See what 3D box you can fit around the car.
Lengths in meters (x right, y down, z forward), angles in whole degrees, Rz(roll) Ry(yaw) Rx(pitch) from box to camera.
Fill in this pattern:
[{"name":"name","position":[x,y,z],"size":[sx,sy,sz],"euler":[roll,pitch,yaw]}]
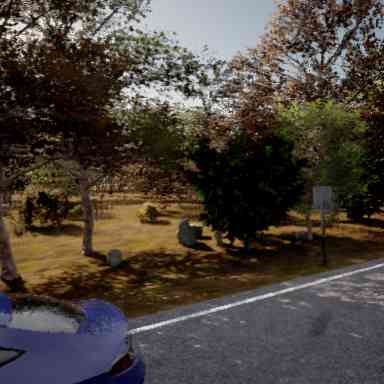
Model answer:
[{"name":"car","position":[-2.568,1.528,2.159],"size":[4.674,1.442,1.812],"euler":[0,0,-35]}]
